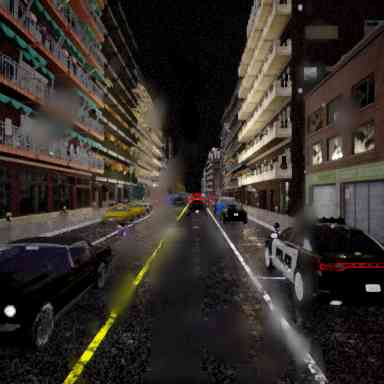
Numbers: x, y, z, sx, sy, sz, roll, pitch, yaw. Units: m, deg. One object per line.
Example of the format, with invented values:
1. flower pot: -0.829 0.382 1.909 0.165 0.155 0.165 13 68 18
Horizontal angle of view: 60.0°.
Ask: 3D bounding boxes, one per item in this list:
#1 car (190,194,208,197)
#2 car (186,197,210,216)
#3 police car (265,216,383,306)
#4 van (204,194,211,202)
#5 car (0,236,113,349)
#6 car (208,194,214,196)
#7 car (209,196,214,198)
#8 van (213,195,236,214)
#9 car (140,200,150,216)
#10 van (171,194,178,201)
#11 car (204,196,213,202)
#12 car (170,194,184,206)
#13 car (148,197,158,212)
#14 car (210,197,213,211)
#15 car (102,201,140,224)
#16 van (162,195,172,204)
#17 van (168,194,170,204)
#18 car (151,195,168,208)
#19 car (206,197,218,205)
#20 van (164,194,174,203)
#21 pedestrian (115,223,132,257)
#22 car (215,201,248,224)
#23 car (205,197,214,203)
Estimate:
1. car: 0.663 1.251 45.651 2.150 2.045 5.566 0 0 1
2. car: 0.517 1.523 33.095 1.837 1.490 4.892 0 0 1
3. police car: 3.108 1.428 8.231 1.930 1.638 5.238 0 0 1
4. van: 3.770 1.428 81.278 1.690 1.788 3.998 0 0 1
5. car: -3.014 1.602 6.394 1.895 1.301 4.718 0 0 1
6. car: 3.396 1.353 52.970 2.192 1.841 5.009 0 0 1
7. car: 3.246 1.591 41.647 1.947 1.339 4.313 0 0 1
8. van: 3.098 1.357 30.324 1.690 1.788 3.998 0 0 1
9. car: -5.286 1.541 30.264 1.752 1.417 4.829 0 0 1
10. van: -4.535 1.439 87.050 1.690 1.788 3.998 0 0 1
11. car: 3.694 1.658 75.616 1.802 1.307 4.206 0 0 1
12. car: -2.324 1.521 56.976 1.882 1.535 5.008 0 0 1
13. car: -5.209 1.571 36.096 2.008 1.369 4.403 0 0 1
14. car: 3.171 1.565 35.986 1.887 1.381 4.507 0 0 1
15. car: -5.361 1.537 24.602 1.752 1.417 4.829 0 0 1
16. van: -4.834 1.396 64.404 1.690 1.788 3.998 0 0 1
17. van: -4.983 1.379 53.080 1.690 1.788 3.998 0 0 1
18. car: -5.057 1.346 47.418 2.192 1.841 5.009 0 0 1
19. car: 3.470 1.591 58.632 1.887 1.381 4.507 0 0 1
20. van: -4.759 1.406 70.065 1.690 1.788 3.998 0 0 1
21. pedestrian: -2.321 1.577 11.318 0.375 1.300 0.375 0 0 1
22. car: 3.021 1.577 24.662 1.947 1.339 4.313 0 0 1
23. car: 3.619 1.647 69.954 1.802 1.307 4.206 0 0 1
